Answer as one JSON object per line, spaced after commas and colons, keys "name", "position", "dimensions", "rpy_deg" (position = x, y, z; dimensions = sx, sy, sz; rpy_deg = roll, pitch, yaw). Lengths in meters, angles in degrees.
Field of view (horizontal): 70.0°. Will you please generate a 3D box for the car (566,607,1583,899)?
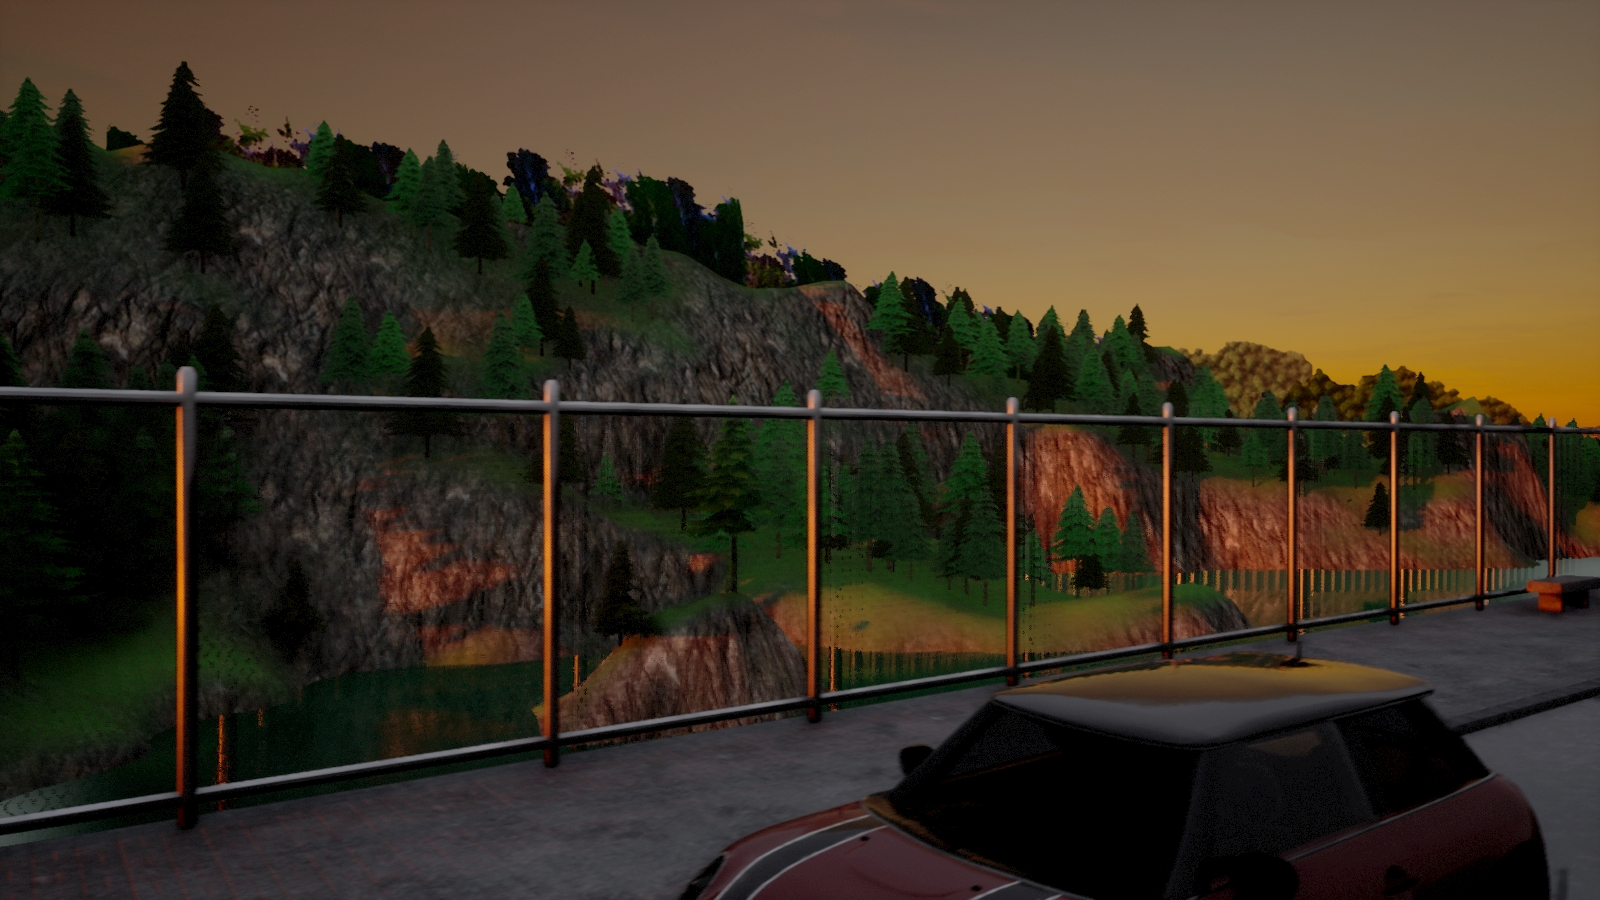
{"name": "car", "position": [1.475, 1.906, 5.293], "dimensions": [4.553, 1.767, 2.097], "rpy_deg": [0, 0, -35]}
